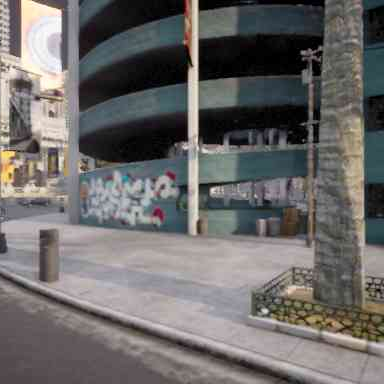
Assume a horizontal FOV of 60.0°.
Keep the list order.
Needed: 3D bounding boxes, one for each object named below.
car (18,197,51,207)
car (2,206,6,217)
[{"bbox_3d":[-23.549,1.510,49.977,1.837,1.490,4.892,0,-1,27],"label":"car"},{"bbox_3d":[-17.651,1.494,28.206,2.128,1.511,4.902,0,0,-4],"label":"car"}]
